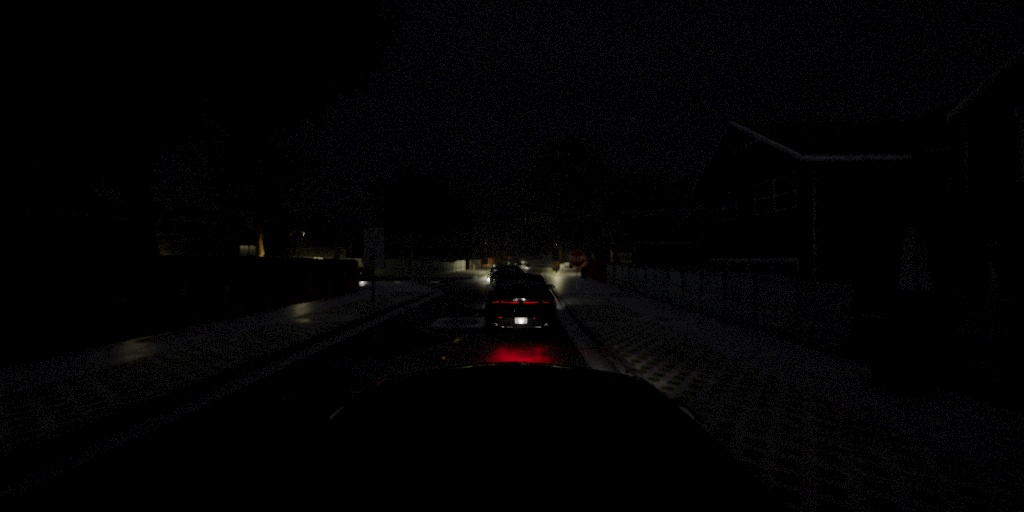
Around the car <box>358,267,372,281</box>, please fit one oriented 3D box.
[{"bbox_3d":[-12.510,1.052,25.721,5.008,1.535,1.882,1,0,4],"label":"car"}]

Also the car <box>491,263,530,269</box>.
[{"bbox_3d":[-0.234,1.360,23.733,1.994,1.385,4.181,1,0,-12],"label":"car"}]

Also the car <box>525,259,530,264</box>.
[{"bbox_3d":[2.132,1.207,64.705,1.812,1.442,4.674,0,0,9],"label":"car"}]

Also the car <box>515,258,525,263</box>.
[{"bbox_3d":[0.073,1.111,49.647,2.097,1.767,4.553,0,0,10],"label":"car"}]

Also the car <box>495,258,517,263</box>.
[{"bbox_3d":[-1.082,1.294,38.988,2.128,1.511,4.902,0,0,6],"label":"car"}]

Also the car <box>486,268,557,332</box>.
[{"bbox_3d":[0.271,1.281,10.936,1.837,1.490,4.892,0,0,1],"label":"car"}]
